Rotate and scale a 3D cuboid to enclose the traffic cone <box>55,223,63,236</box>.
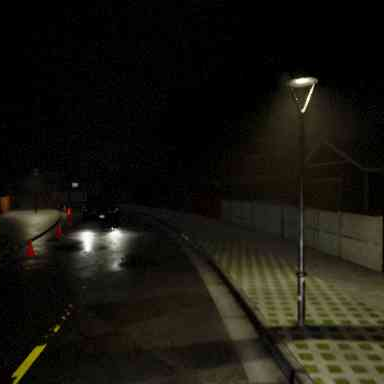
[{"bbox_3d":[-6.372,1.797,15.916,0.340,0.580,0.340,0,1,-13],"label":"traffic cone"}]

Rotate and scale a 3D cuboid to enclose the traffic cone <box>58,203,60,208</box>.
[{"bbox_3d":[-15.357,1.572,38.317,0.340,0.580,0.340,0,1,-31],"label":"traffic cone"}]

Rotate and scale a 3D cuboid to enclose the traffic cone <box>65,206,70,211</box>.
[{"bbox_3d":[-10.932,1.660,29.699,0.340,0.580,0.340,0,1,-24],"label":"traffic cone"}]

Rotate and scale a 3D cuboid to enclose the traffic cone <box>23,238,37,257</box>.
[{"bbox_3d":[-5.430,1.845,11.162,0.340,0.580,0.340,0,1,-9],"label":"traffic cone"}]

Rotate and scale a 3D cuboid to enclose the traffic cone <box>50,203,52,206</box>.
[{"bbox_3d":[-17.960,1.529,42.403,0.340,0.580,0.340,0,1,-34],"label":"traffic cone"}]

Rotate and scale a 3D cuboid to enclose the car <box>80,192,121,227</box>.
[{"bbox_3d":[-5.901,1.009,21.425,2.150,2.045,5.566,0,1,-18],"label":"car"}]

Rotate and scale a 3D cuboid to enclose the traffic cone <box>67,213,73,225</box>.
[{"bbox_3d":[-7.606,1.751,20.601,0.340,0.580,0.340,0,1,-17],"label":"traffic cone"}]

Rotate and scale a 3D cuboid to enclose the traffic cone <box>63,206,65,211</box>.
[{"bbox_3d":[-13.011,1.615,34.076,0.340,0.580,0.340,0,1,-27],"label":"traffic cone"}]

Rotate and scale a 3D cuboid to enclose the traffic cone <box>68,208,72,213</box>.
[{"bbox_3d":[-9.129,1.705,25.202,0.340,0.580,0.340,0,1,-20],"label":"traffic cone"}]
